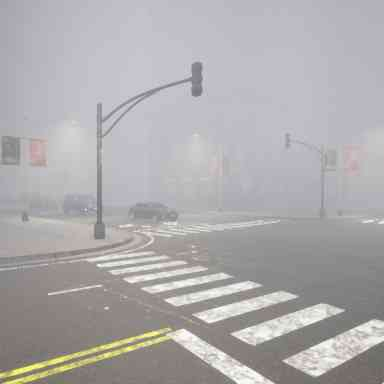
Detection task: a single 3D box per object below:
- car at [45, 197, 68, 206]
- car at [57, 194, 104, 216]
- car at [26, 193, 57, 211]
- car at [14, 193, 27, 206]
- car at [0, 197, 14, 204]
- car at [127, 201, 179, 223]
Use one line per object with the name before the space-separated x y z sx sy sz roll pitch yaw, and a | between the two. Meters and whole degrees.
car | -21.925 1.548 53.819 4.181 1.385 1.994 0 0 45
car | -11.037 1.209 33.413 2.150 2.045 5.566 0 0 -45
car | -18.143 1.334 40.548 2.097 1.767 4.553 0 0 -45
car | -26.077 1.200 53.379 5.566 2.045 2.150 0 0 45
car | -33.657 1.533 60.975 1.994 1.385 4.181 0 0 -45
car | -3.056 1.498 25.402 1.837 1.490 4.892 0 -1 -45
